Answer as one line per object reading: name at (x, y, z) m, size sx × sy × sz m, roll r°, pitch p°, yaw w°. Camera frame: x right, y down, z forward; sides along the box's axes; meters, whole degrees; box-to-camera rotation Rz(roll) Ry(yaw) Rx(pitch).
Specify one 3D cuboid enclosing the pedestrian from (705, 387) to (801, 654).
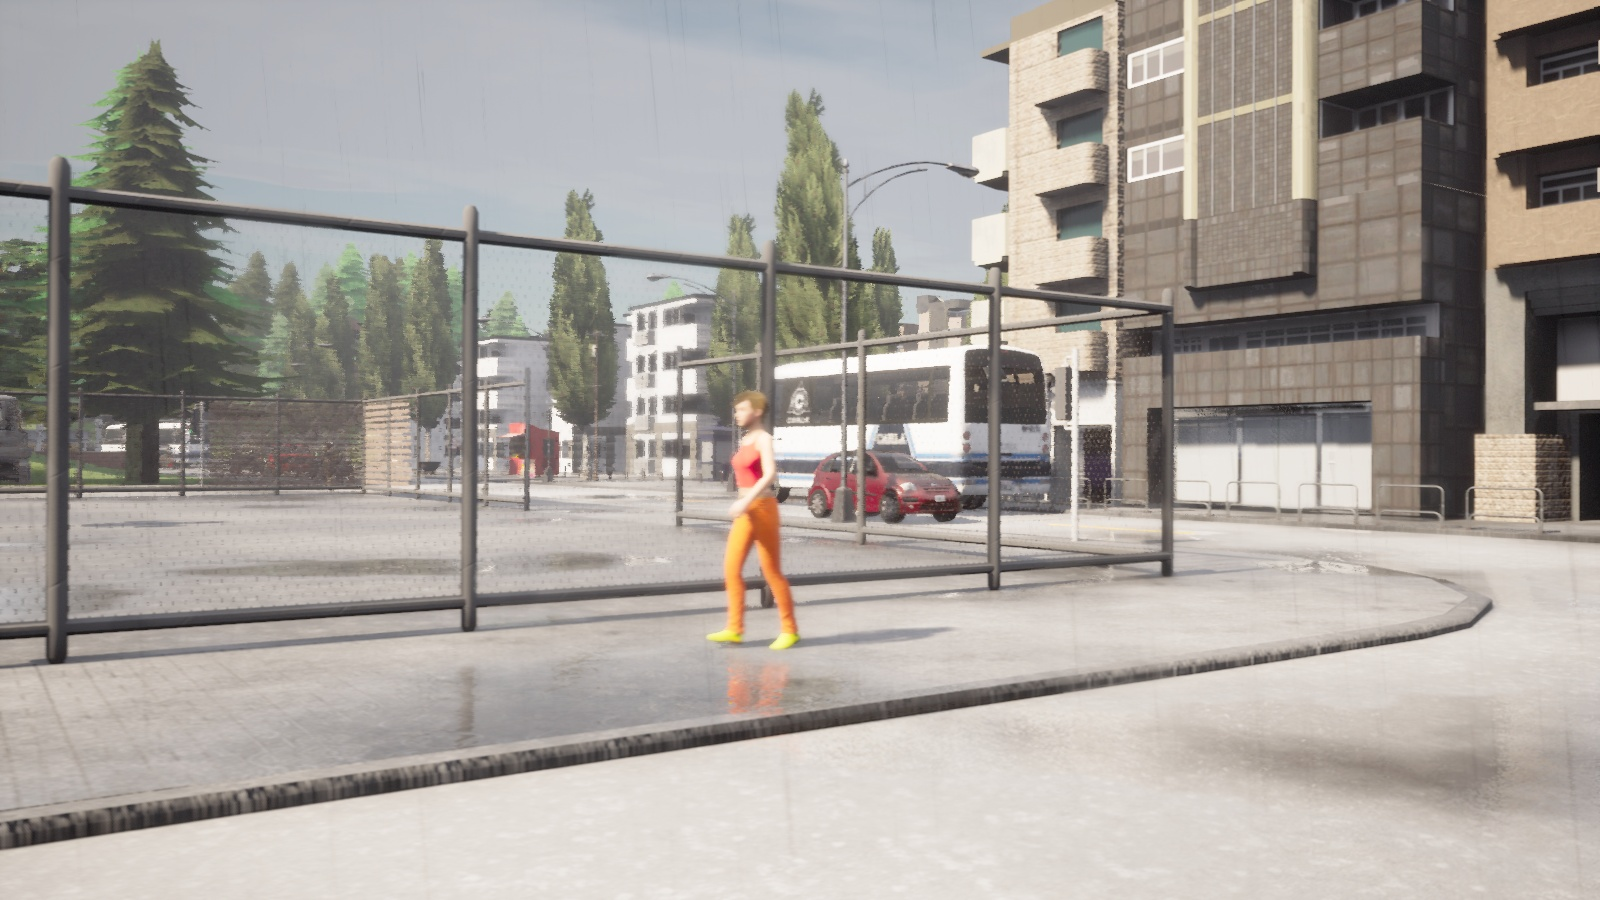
pedestrian at (-0.336, 0.486, 8.954) m, size 0.594 × 1.836 × 0.345 m, roll 0°, pitch 0°, yaw -29°

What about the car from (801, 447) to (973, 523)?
car at (1.907, 0.744, 28.591) m, size 1.851 × 1.617 × 3.988 m, roll 0°, pitch 0°, yaw -34°

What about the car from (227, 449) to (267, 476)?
car at (-38.981, 0.874, 88.546) m, size 1.905 × 1.878 × 3.866 m, roll 0°, pitch 0°, yaw -34°

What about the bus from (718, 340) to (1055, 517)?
bus at (2.033, -0.506, 35.516) m, size 3.944 × 4.253 × 10.273 m, roll 0°, pitch 0°, yaw -35°

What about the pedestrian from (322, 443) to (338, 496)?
pedestrian at (-17.297, 0.708, 46.219) m, size 0.396 × 1.930 × 0.692 m, roll 0°, pitch 0°, yaw -34°

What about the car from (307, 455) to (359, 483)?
car at (-25.712, 1.016, 69.079) m, size 1.845 × 1.501 × 3.633 m, roll 0°, pitch 0°, yaw -34°

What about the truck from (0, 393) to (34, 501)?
truck at (-28.796, -0.081, 39.409) m, size 7.936 × 3.462 × 2.891 m, roll 0°, pitch 0°, yaw -35°

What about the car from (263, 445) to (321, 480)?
car at (-31.307, 0.753, 77.260) m, size 2.150 × 2.045 × 5.566 m, roll 0°, pitch 0°, yaw -34°
